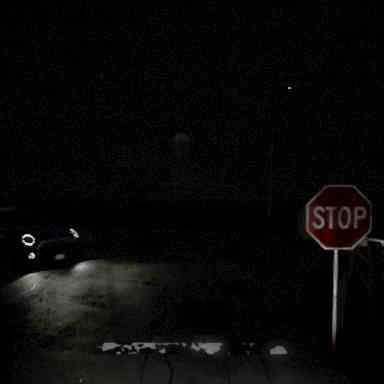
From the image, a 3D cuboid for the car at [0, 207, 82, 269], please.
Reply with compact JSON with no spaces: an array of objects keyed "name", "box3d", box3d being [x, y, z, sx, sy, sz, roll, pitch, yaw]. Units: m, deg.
[{"name":"car","box3d":[-5.840,1.318,11.167,4.553,1.767,2.097,1,1,32]}]
